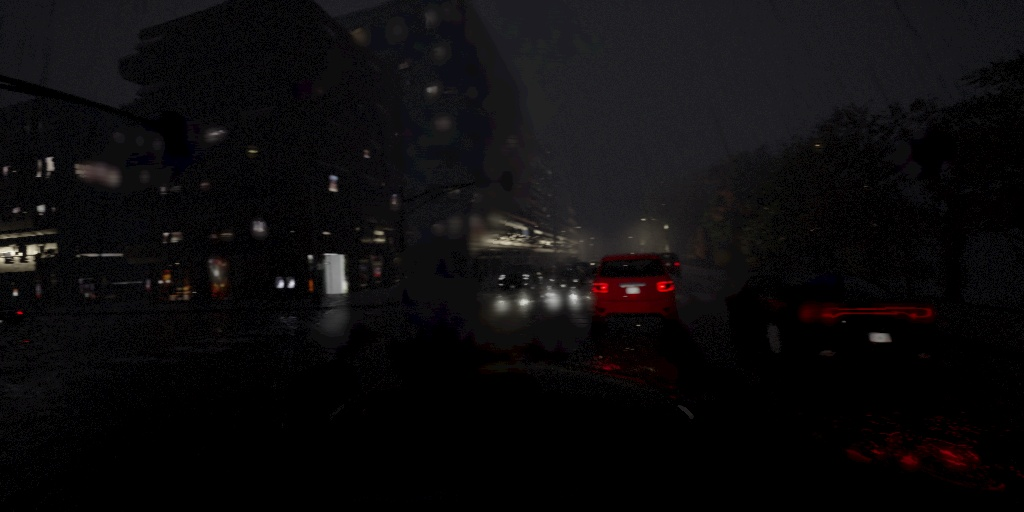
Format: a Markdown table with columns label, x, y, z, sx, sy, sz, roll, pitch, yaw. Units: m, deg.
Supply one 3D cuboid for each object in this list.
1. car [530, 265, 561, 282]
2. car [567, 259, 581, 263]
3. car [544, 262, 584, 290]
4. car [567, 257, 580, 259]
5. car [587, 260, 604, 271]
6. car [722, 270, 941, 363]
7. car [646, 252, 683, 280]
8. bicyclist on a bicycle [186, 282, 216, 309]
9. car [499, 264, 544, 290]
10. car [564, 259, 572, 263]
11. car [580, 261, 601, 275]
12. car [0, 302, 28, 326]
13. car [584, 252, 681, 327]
| label | x | y | z | sx | sy | sz | roll | pitch | yaw |
| --- | --- | --- | --- | --- | --- | --- | --- | --- | --- |
| car | 3.214 | 1.558 | 33.140 | 1.895 | 1.301 | 4.718 | -3 | -1 | 17 |
| car | 6.530 | 1.314 | 32.912 | 1.837 | 1.490 | 4.892 | -3 | -1 | 17 |
| car | 3.820 | 1.372 | 23.769 | 2.033 | 1.411 | 5.357 | -3 | -1 | 17 |
| car | 8.971 | 1.149 | 52.480 | 2.150 | 2.045 | 5.566 | -3 | -1 | 16 |
| car | 12.116 | 1.328 | 51.612 | 2.033 | 1.411 | 5.357 | -3 | -1 | 16 |
| car | 6.016 | 1.030 | 7.573 | 1.882 | 1.535 | 5.008 | -3 | -1 | 16 |
| car | 12.579 | 0.732 | 29.893 | 2.150 | 2.045 | 5.566 | -3 | -1 | 16 |
| bicyclist on a bicycle | -19.112 | 2.386 | 22.046 | 0.582 | 1.620 | 1.656 | -3 | 0 | 16 |
| car | 0.648 | 1.324 | 24.521 | 2.097 | 1.767 | 4.553 | -3 | -1 | 17 |
| car | 6.004 | 1.488 | 42.380 | 2.033 | 1.411 | 5.357 | -3 | -1 | 17 |
| car | 9.105 | 1.359 | 41.425 | 1.994 | 1.385 | 4.181 | -3 | -1 | 16 |
| car | -28.327 | 3.181 | 18.894 | 4.718 | 1.301 | 1.895 | -3 | -1 | 16 |
| car | 3.756 | 0.930 | 11.462 | 2.150 | 2.045 | 5.566 | -3 | 0 | 16 |
